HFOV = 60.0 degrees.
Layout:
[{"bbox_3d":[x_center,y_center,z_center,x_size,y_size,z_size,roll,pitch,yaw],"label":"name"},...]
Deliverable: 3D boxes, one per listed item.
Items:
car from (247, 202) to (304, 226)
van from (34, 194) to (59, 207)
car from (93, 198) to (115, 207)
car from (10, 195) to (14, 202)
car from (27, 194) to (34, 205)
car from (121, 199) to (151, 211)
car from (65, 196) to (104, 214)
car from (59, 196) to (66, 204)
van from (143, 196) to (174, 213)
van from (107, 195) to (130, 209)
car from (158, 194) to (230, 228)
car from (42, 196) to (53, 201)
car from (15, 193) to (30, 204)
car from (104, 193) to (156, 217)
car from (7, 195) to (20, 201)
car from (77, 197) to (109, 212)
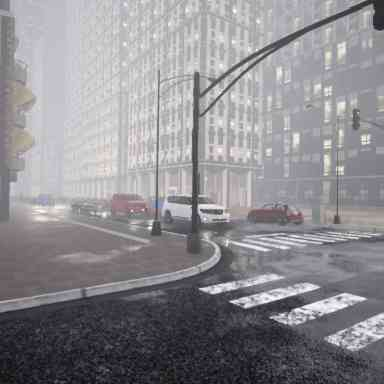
[{"bbox_3d":[5.871,1.505,23.938,1.967,1.590,4.097,1,-1,-35],"label":"car"},{"bbox_3d":[-20.501,1.196,46.814,1.690,1.788,3.998,1,-1,-35],"label":"van"},{"bbox_3d":[-13.657,1.586,51.638,1.947,1.339,4.313,1,-1,-35],"label":"car"},{"bbox_3d":[-36.776,1.396,69.897,1.947,1.339,4.313,1,-1,-35],"label":"car"},{"bbox_3d":[-23.759,1.431,51.428,1.802,1.307,4.206,1,-1,-35],"label":"car"},{"bbox_3d":[-7.148,1.584,42.405,2.008,1.369,4.403,1,-1,-35],"label":"car"},{"bbox_3d":[-10.742,1.426,32.961,2.008,1.369,4.403,1,-1,-35],"label":"car"},{"bbox_3d":[-23.997,1.433,61.815,1.882,1.535,5.008,1,-1,-35],"label":"car"},{"bbox_3d":[-3.890,1.381,37.790,1.690,1.788,3.998,1,-1,-35],"label":"van"},{"bbox_3d":[-10.398,1.367,47.024,1.690,1.788,3.998,1,-1,-35],"label":"van"},{"bbox_3d":[0.085,1.170,22.104,2.150,2.045,5.566,1,-1,-35],"label":"car"},{"bbox_3d":[-36.436,1.569,83.957,1.802,1.307,4.206,1,-1,-35],"label":"car"},{"bbox_3d":[-30.263,1.154,60.665,2.192,1.841,5.009,1,-1,-35],"label":"car"},{"bbox_3d":[-5.688,1.155,30.297,2.150,2.045,5.566,1,-1,-35],"label":"car"},{"bbox_3d":[-40.029,1.377,74.514,2.008,1.369,4.403,1,-1,-35],"label":"car"},{"bbox_3d":[-11.530,1.412,38.597,2.128,1.511,4.902,1,-1,-35],"label":"car"}]
